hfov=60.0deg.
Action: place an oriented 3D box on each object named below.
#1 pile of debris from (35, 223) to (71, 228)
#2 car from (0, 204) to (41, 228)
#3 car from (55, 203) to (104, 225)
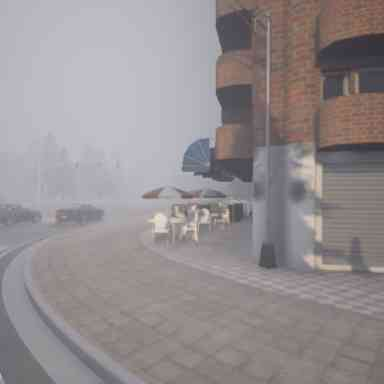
[{"bbox_3d":[-9.382,2.278,22.614,1.500,0.140,1.860,0,0,9],"label":"pile of debris"},{"bbox_3d":[-12.400,1.579,23.011,2.128,1.511,4.902,0,0,6],"label":"car"},{"bbox_3d":[-8.520,1.608,25.689,1.882,1.535,5.008,0,0,10],"label":"car"}]
